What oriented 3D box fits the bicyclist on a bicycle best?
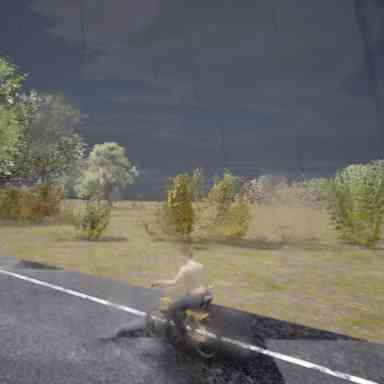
[{"bbox_3d":[-0.171,1.628,5.175,1.509,1.612,0.866,-1,-3,38],"label":"bicyclist on a bicycle"}]
